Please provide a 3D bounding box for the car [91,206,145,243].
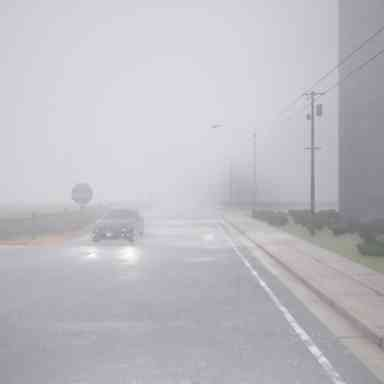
[{"bbox_3d":[-3.503,1.521,16.450,1.837,1.490,4.892,0,1,0],"label":"car"}]
